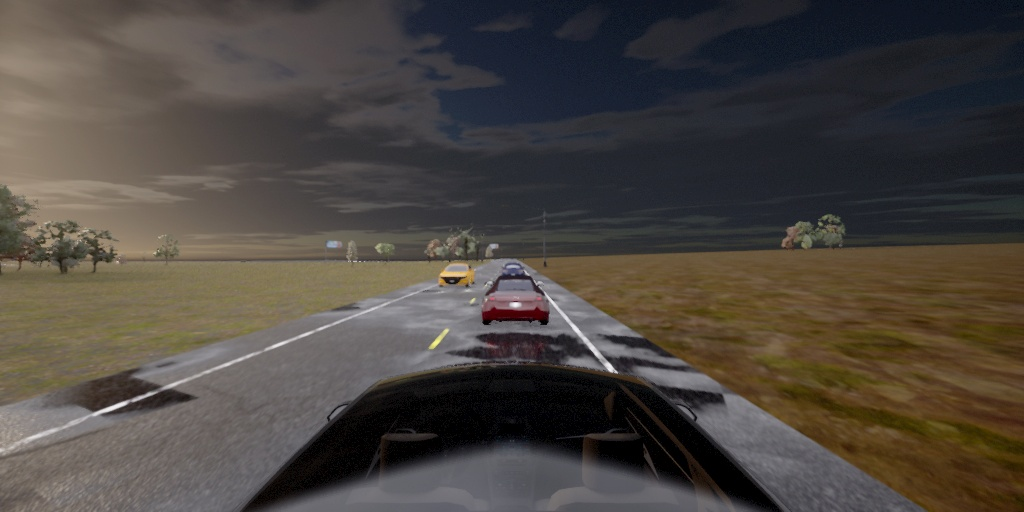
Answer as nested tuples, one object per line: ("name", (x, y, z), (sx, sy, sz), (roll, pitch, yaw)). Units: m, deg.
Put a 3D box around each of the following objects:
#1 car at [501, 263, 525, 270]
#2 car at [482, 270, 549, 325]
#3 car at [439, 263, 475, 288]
("car", (0.093, 1.289, 29.578), (1.812, 1.442, 4.674), (0, 0, 0))
("car", (0.097, 1.319, 11.902), (1.994, 1.385, 4.181), (0, 0, 0))
("car", (-3.577, 1.239, 23.965), (1.882, 1.535, 5.008), (0, 0, 0))
